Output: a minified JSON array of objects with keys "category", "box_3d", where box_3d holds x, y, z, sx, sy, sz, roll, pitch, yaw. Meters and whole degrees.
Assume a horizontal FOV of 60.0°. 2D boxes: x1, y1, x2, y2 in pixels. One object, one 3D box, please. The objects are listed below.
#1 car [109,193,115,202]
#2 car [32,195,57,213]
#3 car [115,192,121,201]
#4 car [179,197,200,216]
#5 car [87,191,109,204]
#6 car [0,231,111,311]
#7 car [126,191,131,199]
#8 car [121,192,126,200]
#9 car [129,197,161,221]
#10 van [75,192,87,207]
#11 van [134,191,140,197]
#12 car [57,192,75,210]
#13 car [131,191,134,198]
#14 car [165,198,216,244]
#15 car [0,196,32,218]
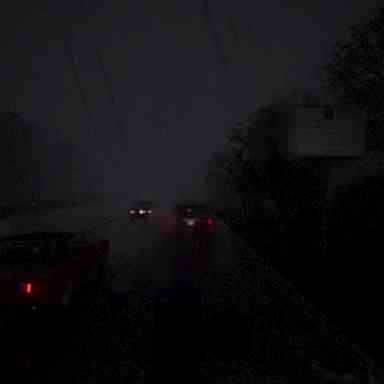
[{"category":"car","box_3d":[-16.165,1.070,60.837,2.097,1.535,5.008,0,0,-1]},{"category":"car","box_3d":[-15.776,1.124,33.241,2.185,1.767,4.553,0,0,-1]},{"category":"car","box_3d":[-16.243,1.035,66.363,2.231,1.521,4.892,0,0,-1]},{"category":"car","box_3d":[-0.256,1.293,31.294,1.837,1.490,4.892,0,0,-1]},{"category":"car","box_3d":[-16.089,0.854,55.403,2.435,2.045,5.566,0,0,-1]},{"category":"car","box_3d":[-3.260,1.555,7.607,1.895,1.301,4.718,0,0,0]},{"category":"car","box_3d":[-16.399,0.836,77.437,2.185,1.767,4.553,0,0,-1]},{"category":"car","box_3d":[-16.321,0.872,71.911,2.185,1.767,4.553,0,0,-1]},{"category":"car","box_3d":[-3.449,1.384,25.033,2.033,1.411,5.357,0,0,0]},{"category":"van","box_3d":[-15.930,0.953,44.141,1.878,1.987,4.442,0,0,-1]},{"category":"van","box_3d":[-16.633,0.628,93.986,1.878,1.987,4.442,0,0,-1]},{"category":"car","box_3d":[-15.854,1.088,38.765,2.185,1.767,4.553,0,0,-1]},{"category":"car","box_3d":[-16.479,0.965,83.058,2.002,1.452,4.674,0,0,-1]},{"category":"car","box_3d":[-0.074,1.248,15.430,2.097,1.767,4.553,0,1,-1]},{"category":"car","box_3d":[-15.700,1.325,27.813,2.002,1.452,4.674,0,0,-1]}]
